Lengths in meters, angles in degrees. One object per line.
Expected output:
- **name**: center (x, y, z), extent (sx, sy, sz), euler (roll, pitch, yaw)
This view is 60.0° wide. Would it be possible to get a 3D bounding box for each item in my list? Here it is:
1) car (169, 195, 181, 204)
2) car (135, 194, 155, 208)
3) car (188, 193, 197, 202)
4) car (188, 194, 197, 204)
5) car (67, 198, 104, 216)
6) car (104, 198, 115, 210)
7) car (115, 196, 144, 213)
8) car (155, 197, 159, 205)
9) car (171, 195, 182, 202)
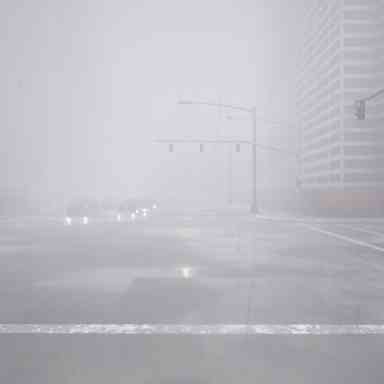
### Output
- **car**: center (-3.423, 1.491, 64.148), extent (2.128, 1.511, 4.902), euler (0, 0, 0)
- **car**: center (-7.039, 1.491, 48.238), extent (2.128, 1.511, 4.902), euler (0, 0, 0)
- **car**: center (0.089, 1.184, 74.398), extent (2.097, 1.767, 4.553), euler (0, 0, 0)
- **car**: center (0.077, 1.547, 64.144), extent (2.033, 1.411, 5.357), euler (0, 0, 0)
- **car**: center (-10.598, 1.352, 32.771), extent (2.097, 1.767, 4.553), euler (0, 0, 1)
- **car**: center (-10.546, 1.478, 42.868), extent (1.882, 1.535, 5.008), euler (0, 0, 0)
- **car**: center (-7.054, 1.505, 37.887), extent (1.837, 1.490, 4.892), euler (0, 0, 0)
- **car**: center (-7.009, 1.601, 58.562), extent (1.895, 1.301, 4.718), euler (0, 0, 0)
- **car**: center (-3.411, 1.354, 74.432), extent (2.128, 1.511, 4.902), euler (0, 0, 0)
